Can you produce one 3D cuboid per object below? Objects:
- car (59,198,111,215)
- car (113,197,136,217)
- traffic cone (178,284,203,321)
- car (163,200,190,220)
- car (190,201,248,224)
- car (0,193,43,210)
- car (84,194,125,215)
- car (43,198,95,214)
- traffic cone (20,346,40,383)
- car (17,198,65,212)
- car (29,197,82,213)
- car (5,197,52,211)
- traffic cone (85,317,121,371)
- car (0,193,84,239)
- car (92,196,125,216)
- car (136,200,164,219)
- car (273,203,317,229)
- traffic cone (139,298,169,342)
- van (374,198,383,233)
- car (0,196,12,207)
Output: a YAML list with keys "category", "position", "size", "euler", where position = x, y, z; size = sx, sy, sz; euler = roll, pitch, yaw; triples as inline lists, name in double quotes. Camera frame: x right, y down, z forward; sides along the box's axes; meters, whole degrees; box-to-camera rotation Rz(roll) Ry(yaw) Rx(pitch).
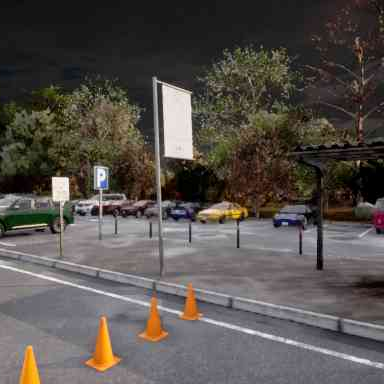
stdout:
- category: "car"
  position: [-11.129, 1.461, 34.884]
  size: [2.231, 1.521, 4.892]
  euler: [0, 0, 35]
- category: "car"
  position: [-4.313, 1.469, 30.102]
  size: [2.097, 1.535, 5.008]
  euler: [0, 0, 35]
- category: "traffic cone"
  position: [-0.021, 1.957, 6.023]
  size: [0.340, 0.580, 0.340]
  euler: [0, 0, 36]
- category: "car"
  position: [0.240, 1.504, 26.927]
  size: [2.163, 1.488, 4.792]
  euler: [0, 0, 35]
- category: "car"
  position: [2.387, 1.475, 25.155]
  size: [1.946, 1.575, 5.366]
  euler: [0, 0, 35]
- category: "car"
  position: [-22.496, 1.153, 42.855]
  size: [2.435, 2.045, 5.566]
  euler: [0, 0, 35]
- category: "car"
  position: [-8.873, 1.212, 33.269]
  size: [2.435, 2.045, 5.566]
  euler: [0, 0, 35]
- category: "car"
  position: [-13.401, 1.455, 36.483]
  size: [2.097, 1.535, 5.008]
  euler: [0, 0, 35]
- category: "traffic cone"
  position: [-1.747, 1.957, 3.575]
  size: [0.340, 0.580, 0.340]
  euler: [0, 0, 35]
- category: "car"
  position: [-17.953, 1.469, 39.657]
  size: [2.163, 1.488, 4.792]
  euler: [0, 0, 35]
- category: "car"
  position: [-15.563, 1.444, 38.236]
  size: [1.946, 1.575, 5.366]
  euler: [0, 0, 35]
- category: "car"
  position: [-20.196, 1.452, 41.306]
  size: [2.163, 1.488, 4.792]
  euler: [0, 0, 35]
- category: "traffic cone"
  position: [-1.172, 1.957, 4.391]
  size: [0.340, 0.580, 0.340]
  euler: [0, 0, 35]
- category: "car"
  position: [-8.877, 1.221, 17.280]
  size: [2.435, 2.045, 5.566]
  euler: [0, 0, 35]
- category: "car"
  position: [-6.583, 1.466, 31.699]
  size: [2.097, 1.535, 5.008]
  euler: [0, 0, 35]
- category: "car"
  position: [-2.042, 1.473, 28.506]
  size: [2.231, 1.521, 4.892]
  euler: [0, 0, 35]
- category: "car"
  position: [7.017, 1.513, 22.088]
  size: [2.163, 1.488, 4.792]
  euler: [0, 0, 35]
- category: "traffic cone"
  position: [-0.596, 1.957, 5.207]
  size: [0.340, 0.580, 0.340]
  euler: [0, 0, 35]
- category: "van"
  position: [11.641, 1.264, 19.013]
  size: [1.878, 1.987, 4.442]
  euler: [0, 0, 35]
- category: "car"
  position: [-29.185, 1.332, 47.823]
  size: [1.946, 1.575, 5.366]
  euler: [1, 0, 35]
